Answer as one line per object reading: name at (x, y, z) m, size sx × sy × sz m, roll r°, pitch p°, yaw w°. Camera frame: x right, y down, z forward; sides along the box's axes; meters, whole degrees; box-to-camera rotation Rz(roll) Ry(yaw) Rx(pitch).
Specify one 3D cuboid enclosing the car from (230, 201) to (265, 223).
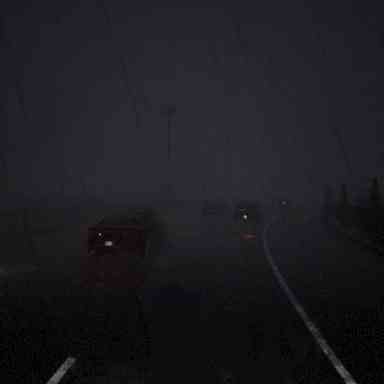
car at (4.480, 1.470, 25.689) m, size 1.837 × 1.490 × 4.892 m, roll 0°, pitch 1°, yaw 18°

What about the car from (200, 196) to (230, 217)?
car at (2.441, 1.425, 30.502) m, size 1.882 × 1.535 × 5.008 m, roll 0°, pitch 0°, yaw 20°

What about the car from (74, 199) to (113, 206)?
car at (-10.601, 1.445, 36.204) m, size 2.033 × 1.411 × 5.357 m, roll 0°, pitch 0°, yaw 21°

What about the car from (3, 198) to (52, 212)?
car at (-15.711, 1.383, 32.041) m, size 2.128 × 1.511 × 4.902 m, roll 0°, pitch 0°, yaw 18°

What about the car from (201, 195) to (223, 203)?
car at (4.089, 1.313, 68.056) m, size 1.882 × 1.535 × 5.008 m, roll 0°, pitch 0°, yaw 39°

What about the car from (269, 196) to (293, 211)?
car at (10.863, 1.305, 40.447) m, size 2.097 × 1.767 × 4.553 m, roll 0°, pitch 0°, yaw 28°

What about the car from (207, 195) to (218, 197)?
car at (2.343, 1.466, 53.939) m, size 1.994 × 1.385 × 4.181 m, roll 0°, pitch 0°, yaw 31°

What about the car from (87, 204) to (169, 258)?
car at (-2.215, 1.446, 12.772) m, size 1.882 × 1.535 × 5.008 m, roll 0°, pitch 0°, yaw 8°
